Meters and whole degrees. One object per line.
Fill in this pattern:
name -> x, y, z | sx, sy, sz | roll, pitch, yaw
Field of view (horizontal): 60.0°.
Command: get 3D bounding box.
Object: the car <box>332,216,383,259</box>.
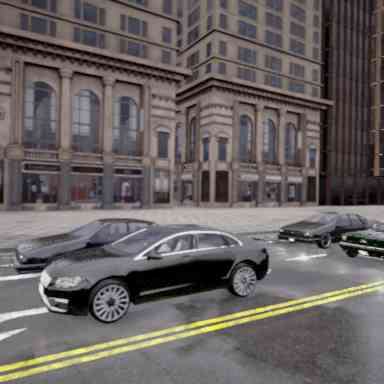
car -> 7.422, 1.676, 11.858 | 4.718, 1.301, 1.895 | 1, 0, -31

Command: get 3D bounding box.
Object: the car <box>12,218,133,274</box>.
car -> -2.266, 1.493, 9.844 | 5.357, 1.411, 2.033 | 1, 0, -31

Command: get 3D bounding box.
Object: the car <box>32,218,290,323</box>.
car -> -0.530, 1.466, 7.096 | 4.902, 1.511, 2.128 | 1, 0, -31

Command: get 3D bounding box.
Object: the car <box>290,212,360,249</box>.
car -> 6.377, 1.602, 15.018 | 5.357, 1.411, 2.033 | 1, 0, -31
